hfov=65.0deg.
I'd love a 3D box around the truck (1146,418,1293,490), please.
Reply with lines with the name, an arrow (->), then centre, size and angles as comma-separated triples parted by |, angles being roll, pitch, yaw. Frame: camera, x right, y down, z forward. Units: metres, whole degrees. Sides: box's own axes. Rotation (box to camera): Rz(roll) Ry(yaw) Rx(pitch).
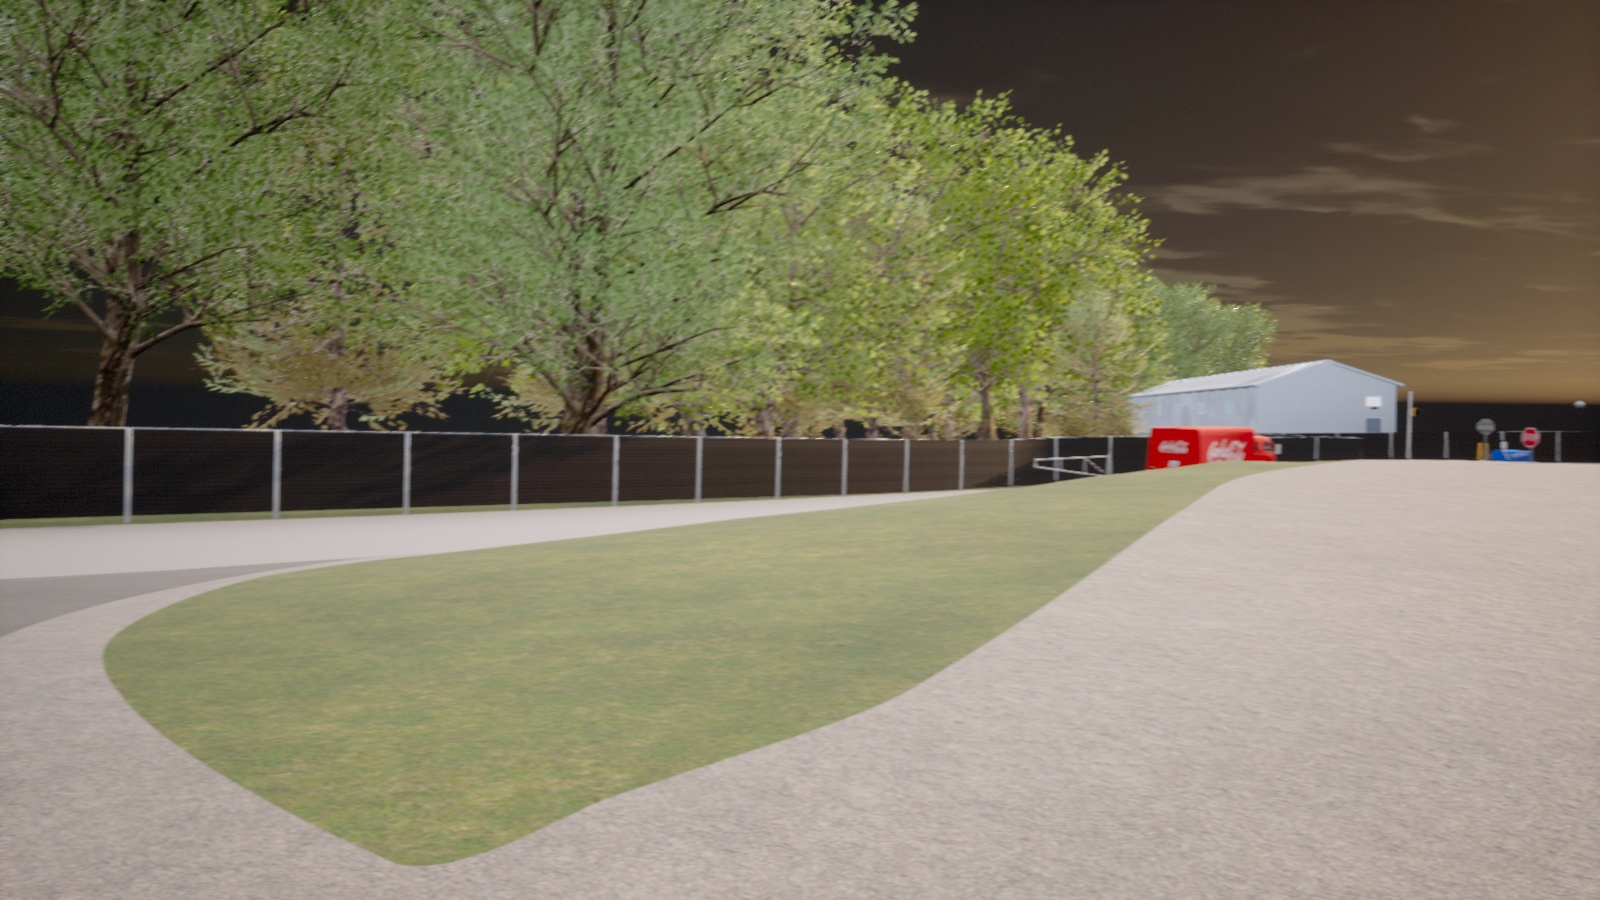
truck -> 15.540, 0.065, 46.430 | 5.204, 2.467, 2.627 | -1, 3, -36
